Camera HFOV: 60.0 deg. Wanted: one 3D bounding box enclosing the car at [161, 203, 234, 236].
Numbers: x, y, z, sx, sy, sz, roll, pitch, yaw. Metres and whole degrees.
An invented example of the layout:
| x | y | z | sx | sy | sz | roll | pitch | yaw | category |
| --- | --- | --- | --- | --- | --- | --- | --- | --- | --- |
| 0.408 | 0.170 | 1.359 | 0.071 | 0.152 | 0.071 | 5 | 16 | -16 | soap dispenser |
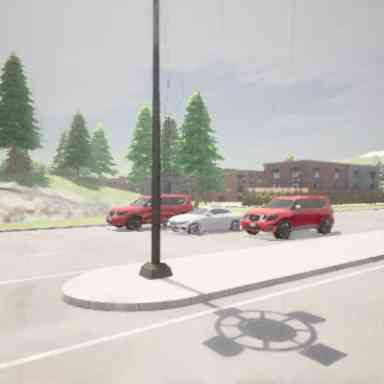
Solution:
| x | y | z | sx | sy | sz | roll | pitch | yaw | category |
| --- | --- | --- | --- | --- | --- | --- | --- | --- | --- |
| 0.895 | 1.514 | 18.643 | 4.674 | 1.442 | 1.812 | 0 | 0 | -35 | car |

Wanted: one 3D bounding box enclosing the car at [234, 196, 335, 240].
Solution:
| x | y | z | sx | sy | sz | roll | pitch | yaw | category |
| --- | --- | --- | --- | --- | --- | --- | --- | --- | --- |
| 5.144 | 1.217 | 17.335 | 5.566 | 2.045 | 2.150 | 0 | 0 | -35 | car |

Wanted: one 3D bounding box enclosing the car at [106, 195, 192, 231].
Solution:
| x | y | z | sx | sy | sz | roll | pitch | yaw | category |
| --- | --- | --- | --- | --- | --- | --- | --- | --- | --- |
| -2.412 | 1.205 | 20.607 | 5.566 | 2.045 | 2.150 | 0 | 0 | -35 | car |
